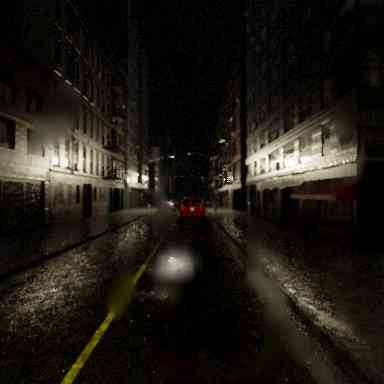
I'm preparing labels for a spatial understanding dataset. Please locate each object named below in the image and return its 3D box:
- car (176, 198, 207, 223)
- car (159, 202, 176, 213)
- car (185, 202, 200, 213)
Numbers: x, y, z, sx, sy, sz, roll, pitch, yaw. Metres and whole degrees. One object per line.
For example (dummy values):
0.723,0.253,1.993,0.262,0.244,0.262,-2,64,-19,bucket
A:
0.065,1.492,28.579,2.150,2.045,5.566,0,0,1,car
-3.054,1.969,43.277,1.994,1.385,4.181,0,-1,0,car
0.032,2.009,43.796,1.895,1.301,4.718,0,-1,0,car
